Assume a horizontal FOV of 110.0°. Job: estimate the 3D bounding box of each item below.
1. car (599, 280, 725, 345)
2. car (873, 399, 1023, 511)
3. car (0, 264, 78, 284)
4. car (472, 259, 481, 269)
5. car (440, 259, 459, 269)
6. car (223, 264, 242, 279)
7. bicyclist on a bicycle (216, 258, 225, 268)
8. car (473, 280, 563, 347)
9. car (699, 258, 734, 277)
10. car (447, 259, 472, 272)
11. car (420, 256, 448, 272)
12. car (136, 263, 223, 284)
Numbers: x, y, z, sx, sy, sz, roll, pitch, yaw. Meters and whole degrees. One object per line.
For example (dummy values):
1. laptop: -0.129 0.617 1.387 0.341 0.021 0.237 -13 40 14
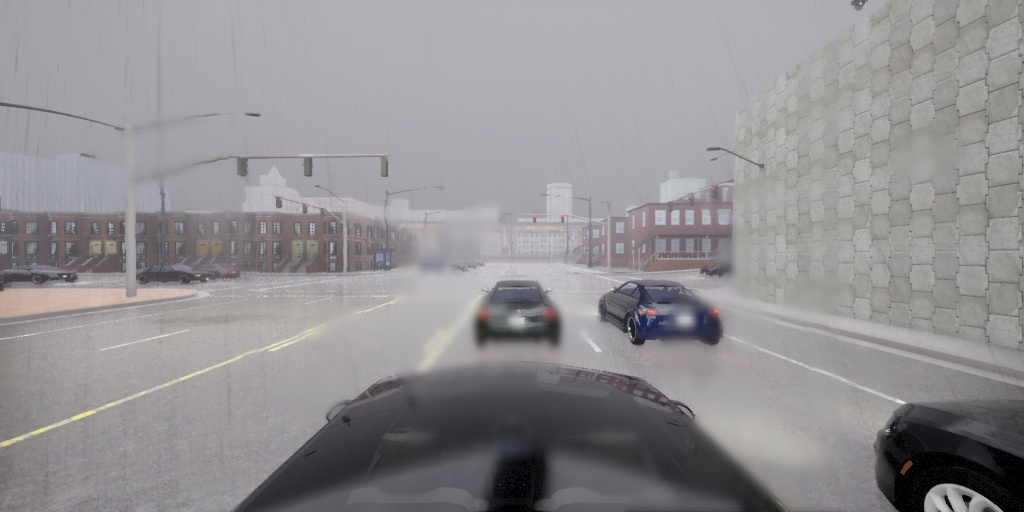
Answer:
1. car: 3.663 1.314 9.526 1.994 1.385 4.181 0 0 1
2. car: 3.585 1.255 0.613 1.837 1.490 4.892 0 0 1
3. car: -34.866 1.314 26.379 4.181 1.385 1.994 0 0 1
4. car: -6.465 1.314 55.611 1.994 1.385 4.181 0 0 1
5. car: -9.932 1.240 57.732 2.128 1.511 4.902 0 0 1
6. car: -25.134 1.314 29.963 4.181 1.385 1.994 0 0 1
7. bicyclist on a bicycle: -30.407 1.053 37.326 0.582 1.620 1.656 0 0 0
8. car: 0.160 1.314 9.365 1.994 1.385 4.181 0 0 1
9. car: 18.521 0.855 29.628 5.357 1.411 2.033 -5 0 1
10. car: -6.587 1.255 45.694 1.837 1.490 4.892 0 0 1
11. car: -10.083 0.971 45.967 2.150 2.045 5.566 0 0 1
12. car: -24.901 1.297 26.294 5.357 1.411 2.033 0 0 0
